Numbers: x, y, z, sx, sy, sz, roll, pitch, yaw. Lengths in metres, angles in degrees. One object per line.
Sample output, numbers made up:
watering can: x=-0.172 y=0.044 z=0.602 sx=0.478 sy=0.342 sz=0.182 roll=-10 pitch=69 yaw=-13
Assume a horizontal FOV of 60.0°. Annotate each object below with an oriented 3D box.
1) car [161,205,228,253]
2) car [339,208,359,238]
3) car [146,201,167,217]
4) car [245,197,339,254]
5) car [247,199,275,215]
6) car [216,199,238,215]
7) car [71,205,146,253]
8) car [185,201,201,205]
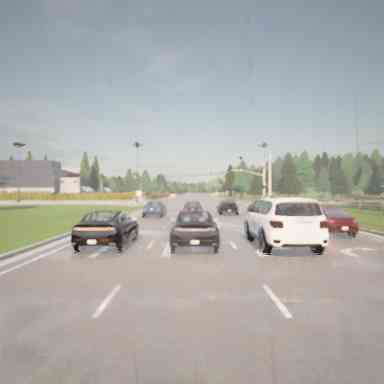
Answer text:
car: x=0.099 y=1.491 z=13.675 sx=2.128 sy=1.511 sz=4.902 roll=0 pitch=0 yaw=0
car: x=7.098 y=1.524 z=17.715 sx=1.812 sy=1.442 sz=4.674 roll=0 pitch=0 yaw=0
car: x=-3.427 y=1.545 z=30.778 sx=2.033 sy=1.411 sz=5.357 roll=0 pitch=0 yaw=0
car: x=3.601 y=1.223 z=13.571 sx=2.150 sy=2.045 sz=5.566 roll=0 pitch=0 yaw=0
car: x=7.085 y=1.502 z=34.663 sx=1.837 sy=1.490 sz=4.892 roll=0 pitch=0 yaw=0
car: x=3.581 y=1.502 z=33.949 sx=1.837 sy=1.490 sz=4.892 roll=0 pitch=0 yaw=0
car: x=-3.401 y=1.489 z=13.707 sx=2.128 sy=1.511 sz=4.902 roll=0 pitch=0 yaw=0
car: x=0.074 y=1.545 z=31.113 sx=2.033 sy=1.411 sz=5.357 roll=0 pitch=0 yaw=0
